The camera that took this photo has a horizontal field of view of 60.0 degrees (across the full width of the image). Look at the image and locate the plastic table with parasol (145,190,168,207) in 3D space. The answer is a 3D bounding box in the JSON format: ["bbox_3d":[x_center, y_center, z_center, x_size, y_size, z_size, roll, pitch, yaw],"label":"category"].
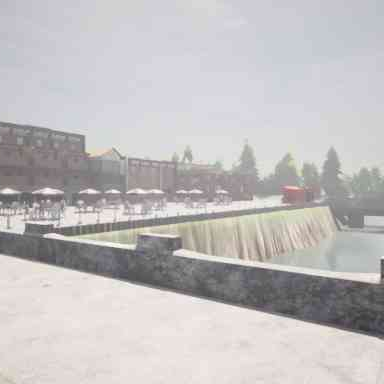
[{"bbox_3d":[-5.248,0.925,49.186,2.482,2.480,2.482,0,0,35],"label":"plastic table with parasol"}]

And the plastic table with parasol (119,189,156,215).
[{"bbox_3d":[-5.297,0.925,32.508,2.482,2.480,2.482,0,0,35],"label":"plastic table with parasol"}]
